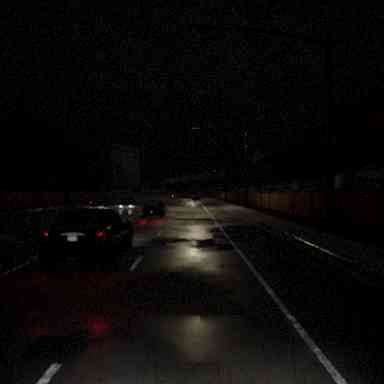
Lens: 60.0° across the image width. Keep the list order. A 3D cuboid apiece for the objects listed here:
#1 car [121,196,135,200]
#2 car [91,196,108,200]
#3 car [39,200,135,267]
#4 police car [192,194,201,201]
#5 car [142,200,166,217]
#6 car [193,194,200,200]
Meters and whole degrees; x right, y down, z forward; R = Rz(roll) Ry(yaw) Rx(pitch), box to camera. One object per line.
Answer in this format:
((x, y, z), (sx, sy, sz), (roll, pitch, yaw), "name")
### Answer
((-10.518, 1.440, 54.458), (1.837, 1.490, 4.892), (0, 0, 1), "car")
((-14.040, 1.445, 50.703), (1.837, 1.490, 4.892), (0, 0, 0), "car")
((-3.393, 1.338, 11.555), (2.097, 1.767, 4.553), (0, 0, 0), "car")
((1.095, 1.332, 79.995), (1.930, 1.638, 5.238), (0, 0, 0), "police car")
((-3.382, 1.490, 30.166), (1.812, 1.442, 4.674), (0, 0, 0), "car")
((1.101, 1.351, 90.078), (1.801, 1.575, 5.366), (0, 0, 0), "car")
